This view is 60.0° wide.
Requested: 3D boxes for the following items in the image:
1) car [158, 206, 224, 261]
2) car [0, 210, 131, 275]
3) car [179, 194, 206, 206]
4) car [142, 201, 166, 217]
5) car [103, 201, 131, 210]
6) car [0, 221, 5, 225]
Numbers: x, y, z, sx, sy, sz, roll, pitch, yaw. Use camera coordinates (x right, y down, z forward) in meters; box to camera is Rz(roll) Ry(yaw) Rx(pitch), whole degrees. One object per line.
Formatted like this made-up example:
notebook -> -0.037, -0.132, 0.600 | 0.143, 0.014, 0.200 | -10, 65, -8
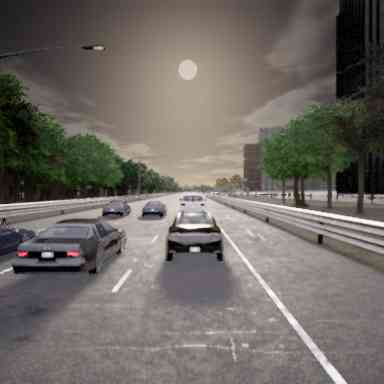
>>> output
car -> 0.088, 1.473, 12.195 | 2.128, 1.511, 4.902 | 0, 0, 0
car -> -3.411, 1.532, 10.366 | 2.033, 1.411, 5.357 | 0, 0, 0
car -> 0.078, 1.169, 29.137 | 2.150, 2.045, 5.566 | 0, 0, 0
car -> -3.422, 1.508, 30.817 | 1.994, 1.385, 4.181 | 0, 0, 0
car -> -6.922, 1.507, 30.909 | 1.994, 1.385, 4.181 | 0, 0, 0
car -> -6.913, 1.531, 10.366 | 2.033, 1.411, 5.357 | 0, 0, 0
